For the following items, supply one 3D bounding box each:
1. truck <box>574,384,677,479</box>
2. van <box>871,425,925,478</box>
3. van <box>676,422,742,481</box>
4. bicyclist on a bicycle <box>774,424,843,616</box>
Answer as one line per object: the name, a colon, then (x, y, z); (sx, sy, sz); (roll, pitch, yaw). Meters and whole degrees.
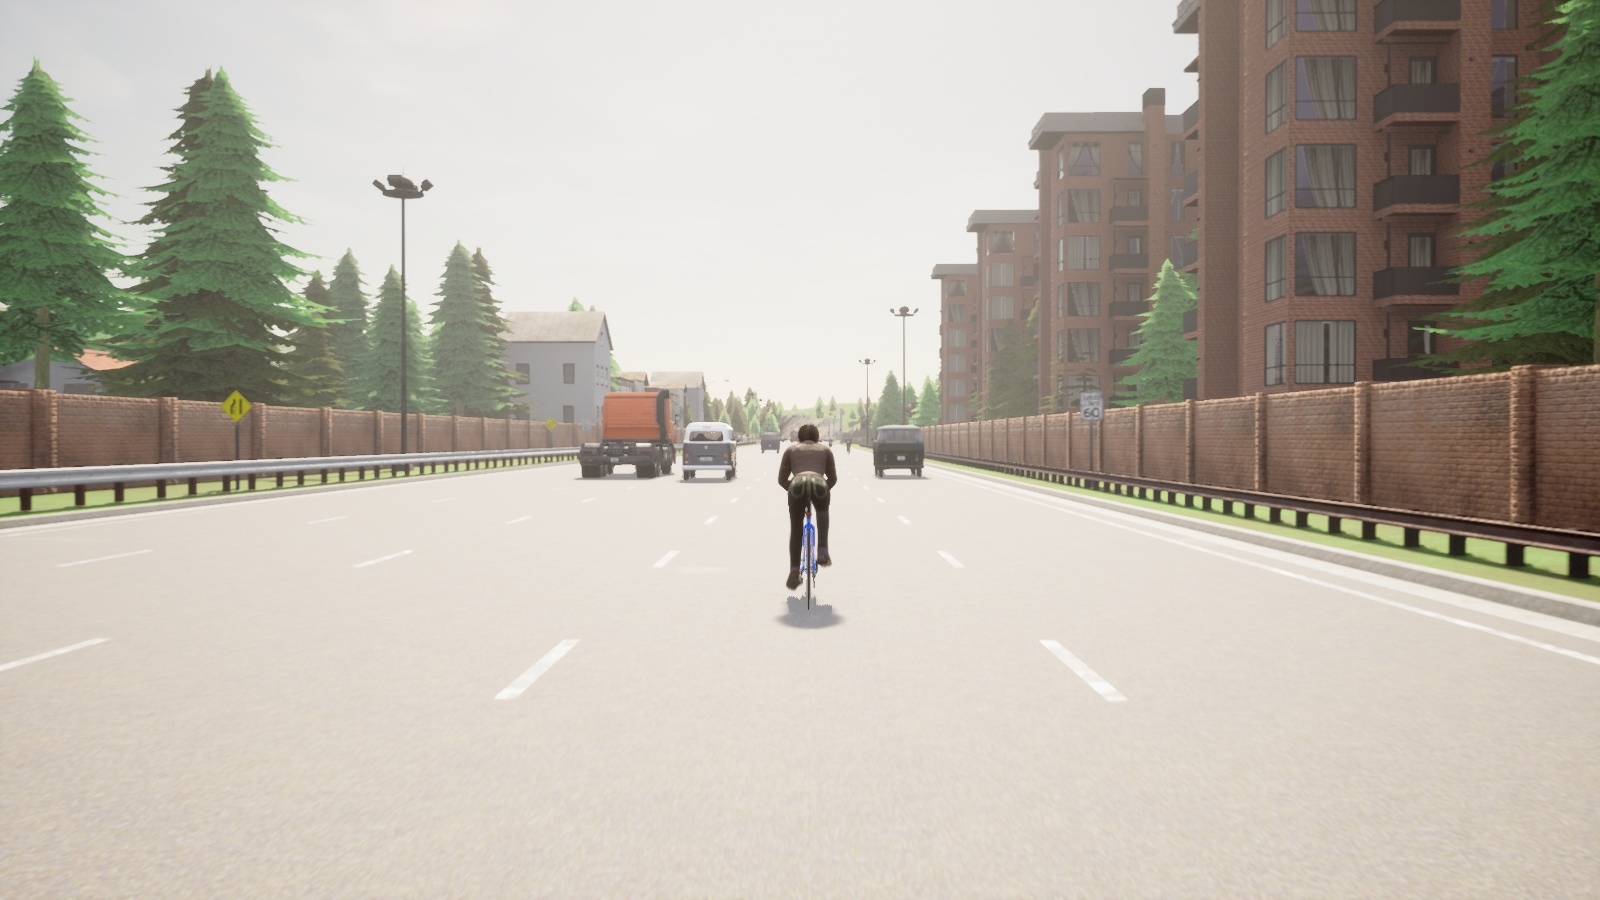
truck: (-6.717, -0.709, 49.515); (2.891, 3.462, 7.936); (0, 1, 0)
van: (3.780, 0.039, 48.953); (1.775, 1.987, 4.442); (0, 1, 0)
van: (-3.240, 0.036, 45.651); (2.069, 2.038, 4.480); (0, 1, 0)
bicyclist on a bicycle: (0.078, 0.590, 11.461); (0.582, 1.620, 1.656); (0, 0, 0)
